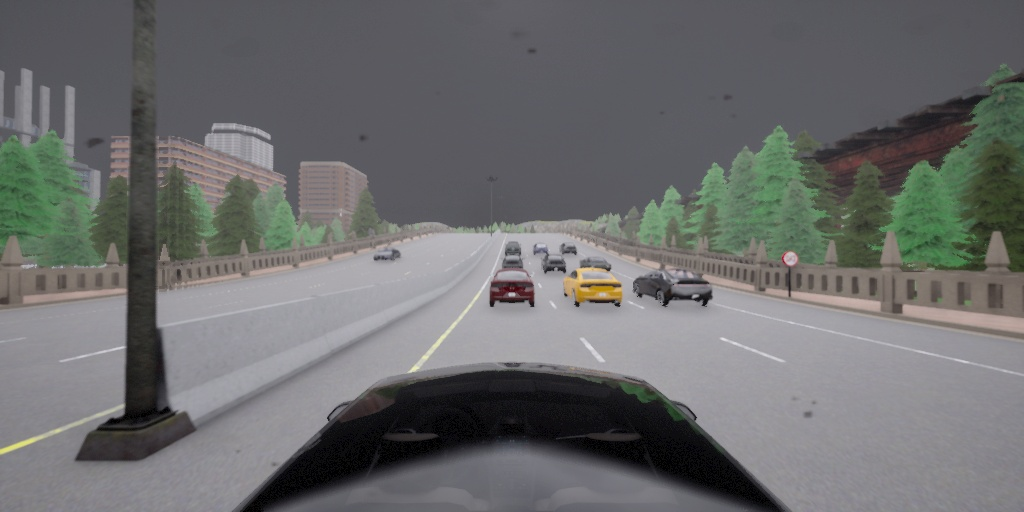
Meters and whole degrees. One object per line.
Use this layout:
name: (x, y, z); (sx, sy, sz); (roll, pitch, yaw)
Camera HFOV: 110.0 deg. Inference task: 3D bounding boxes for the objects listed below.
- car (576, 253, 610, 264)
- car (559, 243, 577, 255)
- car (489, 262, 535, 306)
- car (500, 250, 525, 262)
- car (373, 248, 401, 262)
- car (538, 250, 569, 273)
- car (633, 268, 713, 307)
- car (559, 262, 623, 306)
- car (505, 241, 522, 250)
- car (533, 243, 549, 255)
car: (7.059, 0.699, 30.851); (1.895, 1.301, 4.718); (0, 5, 0)
car: (7.141, -0.964, 45.811); (1.837, 1.490, 4.892); (0, 7, 0)
car: (0.008, 1.282, 16.301); (1.882, 1.535, 5.008); (0, 1, 0)
car: (0.062, 0.594, 31.040); (1.837, 1.490, 4.892); (0, 5, 0)
car: (-13.901, -0.226, 40.067); (1.994, 1.385, 4.181); (0, 6, 1)
car: (3.563, 0.593, 31.027); (1.837, 1.490, 4.892); (0, 5, 0)
car: (7.005, 1.301, 16.113); (2.128, 1.511, 4.902); (0, 1, 0)
car: (3.508, 1.282, 16.285); (1.882, 1.535, 5.008); (0, 1, 0)
car: (0.141, -1.115, 45.803); (2.097, 1.767, 4.553); (0, 7, 0)
car: (3.641, -0.945, 45.830); (1.812, 1.442, 4.674); (0, 7, 0)
